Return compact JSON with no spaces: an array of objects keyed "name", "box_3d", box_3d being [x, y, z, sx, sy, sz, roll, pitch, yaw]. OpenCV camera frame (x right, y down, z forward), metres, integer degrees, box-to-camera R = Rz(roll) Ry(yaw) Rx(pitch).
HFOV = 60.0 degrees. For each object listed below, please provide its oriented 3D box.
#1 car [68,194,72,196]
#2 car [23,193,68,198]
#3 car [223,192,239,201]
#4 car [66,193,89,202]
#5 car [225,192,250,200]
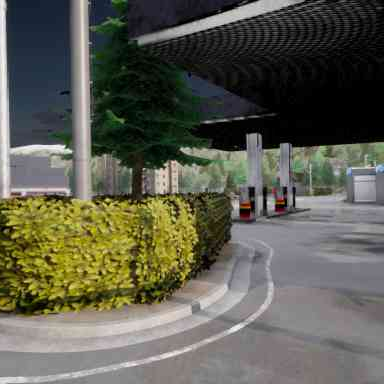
[{"name":"car","box_3d":[-24.271,1.124,63.885,3.866,1.878,1.905,-1,1,35]},{"name":"car","box_3d":[-14.795,1.183,33.599,3.866,1.878,1.905,-1,1,35]},{"name":"car","box_3d":[7.405,0.851,63.928,5.027,1.636,2.152,-1,1,35]},{"name":"car","box_3d":[-22.926,1.103,66.494,4.605,1.855,1.932,-1,1,35]},{"name":"car","box_3d":[9.177,0.812,66.517,4.514,1.523,2.007,-1,1,35]}]
